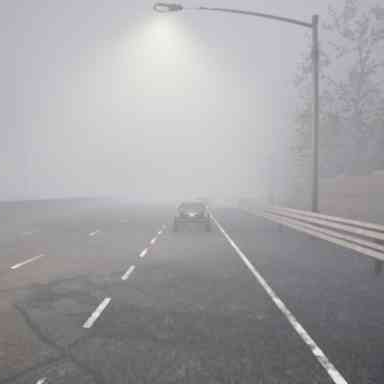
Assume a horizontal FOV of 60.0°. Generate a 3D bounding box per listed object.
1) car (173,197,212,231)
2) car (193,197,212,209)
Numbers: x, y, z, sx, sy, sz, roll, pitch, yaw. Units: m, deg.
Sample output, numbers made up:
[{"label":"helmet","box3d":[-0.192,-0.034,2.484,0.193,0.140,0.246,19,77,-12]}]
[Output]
[{"label":"car","box3d":[-0.004,1.300,20.379,2.097,1.767,4.553,0,0,0]},{"label":"car","box3d":[1.470,1.418,45.036,1.837,1.490,4.892,0,-1,10]}]
